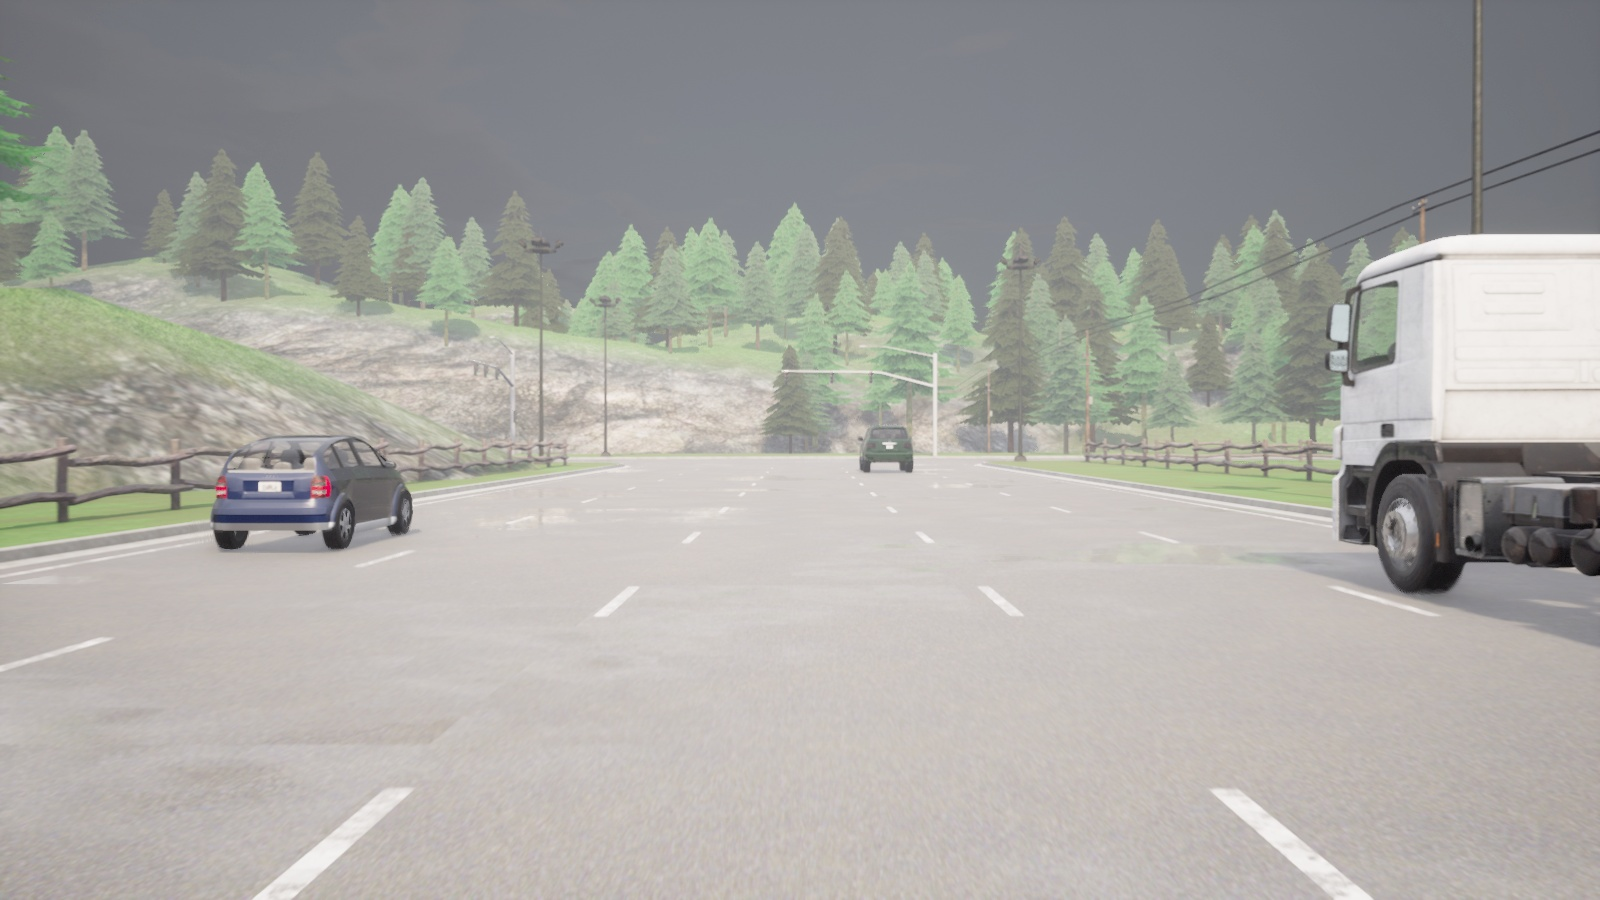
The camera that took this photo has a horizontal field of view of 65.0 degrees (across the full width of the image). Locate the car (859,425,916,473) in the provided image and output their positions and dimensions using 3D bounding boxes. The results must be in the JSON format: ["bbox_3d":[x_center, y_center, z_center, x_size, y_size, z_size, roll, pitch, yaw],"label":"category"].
[{"bbox_3d":[3.828,-0.063,55.853,2.150,2.045,5.566,0,1,0],"label":"car"}]

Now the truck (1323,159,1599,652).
[{"bbox_3d":[7.070,-0.321,9.551,2.891,3.462,7.936,0,1,0],"label":"truck"}]

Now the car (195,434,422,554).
[{"bbox_3d":[-6.883,0.548,18.016,1.789,1.549,3.705,0,1,0],"label":"car"}]
